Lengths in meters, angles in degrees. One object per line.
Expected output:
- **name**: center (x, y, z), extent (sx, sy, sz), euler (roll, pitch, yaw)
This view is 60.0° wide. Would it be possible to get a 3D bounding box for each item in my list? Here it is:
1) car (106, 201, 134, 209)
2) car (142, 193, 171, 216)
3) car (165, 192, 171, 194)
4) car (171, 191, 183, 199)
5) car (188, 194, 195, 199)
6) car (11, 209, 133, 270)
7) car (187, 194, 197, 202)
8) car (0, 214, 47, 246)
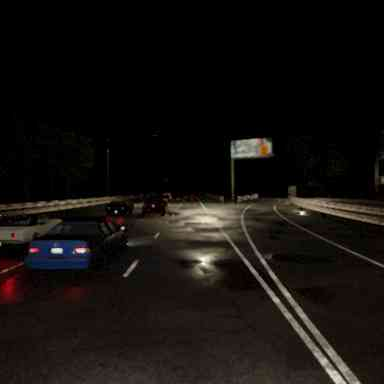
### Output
- **car**: center (-6.970, 1.527, 32.686), extent (1.895, 1.301, 4.718), euler (0, 0, 0)
- **car**: center (-3.460, 1.280, 31.890), extent (2.097, 1.767, 4.553), euler (0, 0, 0)
- **car**: center (-7.168, 1.174, 88.527), extent (2.128, 1.511, 4.902), euler (0, 0, 0)
- **car**: center (-3.668, 0.873, 88.563), extent (2.150, 2.045, 5.566), euler (0, 0, 0)
- **car**: center (-0.168, 1.184, 87.846), extent (1.812, 1.442, 4.674), euler (0, 0, 0)
- **car**: center (-3.422, 1.524, 10.922), extent (2.033, 1.411, 5.357), euler (0, 0, 0)
- **car**: center (-0.034, 1.286, 69.691), extent (1.812, 1.442, 4.674), euler (0, 0, 0)
- **car**: center (-6.928, 1.571, 14.120), extent (1.895, 1.301, 4.718), euler (0, 0, 0)
